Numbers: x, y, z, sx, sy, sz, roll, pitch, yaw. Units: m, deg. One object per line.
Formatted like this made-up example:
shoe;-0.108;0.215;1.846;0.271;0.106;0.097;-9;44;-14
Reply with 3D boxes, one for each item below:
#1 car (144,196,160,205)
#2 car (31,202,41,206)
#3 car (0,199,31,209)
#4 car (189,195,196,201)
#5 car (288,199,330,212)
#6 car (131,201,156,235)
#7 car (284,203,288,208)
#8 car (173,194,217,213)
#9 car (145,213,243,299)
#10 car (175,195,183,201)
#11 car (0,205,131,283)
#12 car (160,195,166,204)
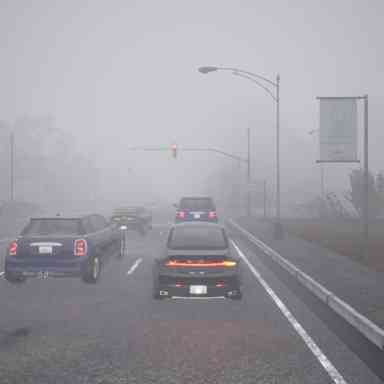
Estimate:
car;-6.964;1.526;55.740;1.812;1.442;4.674;0;0;0
car;-19.202;1.491;36.920;4.902;1.511;2.128;0;0;3
car;-19.308;1.491;33.221;4.902;1.511;2.128;0;0;6
car;0.187;1.471;85.950;1.882;1.535;5.008;0;0;0
car;14.136;1.505;38.667;4.892;1.490;1.837;0;0;3
car;-3.360;1.505;18.774;1.837;1.490;4.892;0;0;0
car;14.545;1.547;42.150;5.357;1.411;2.033;0;0;3
car;0.163;1.221;18.248;2.150;2.045;5.566;0;0;-2
car;0.118;1.505;8.400;1.837;1.490;4.892;0;0;0
car;-3.312;1.471;85.958;1.882;1.535;5.008;0;0;0
car;-3.379;1.352;9.815;2.097;1.767;4.553;0;0;0
car;-6.889;1.547;65.833;2.033;1.411;5.357;0;0;1
